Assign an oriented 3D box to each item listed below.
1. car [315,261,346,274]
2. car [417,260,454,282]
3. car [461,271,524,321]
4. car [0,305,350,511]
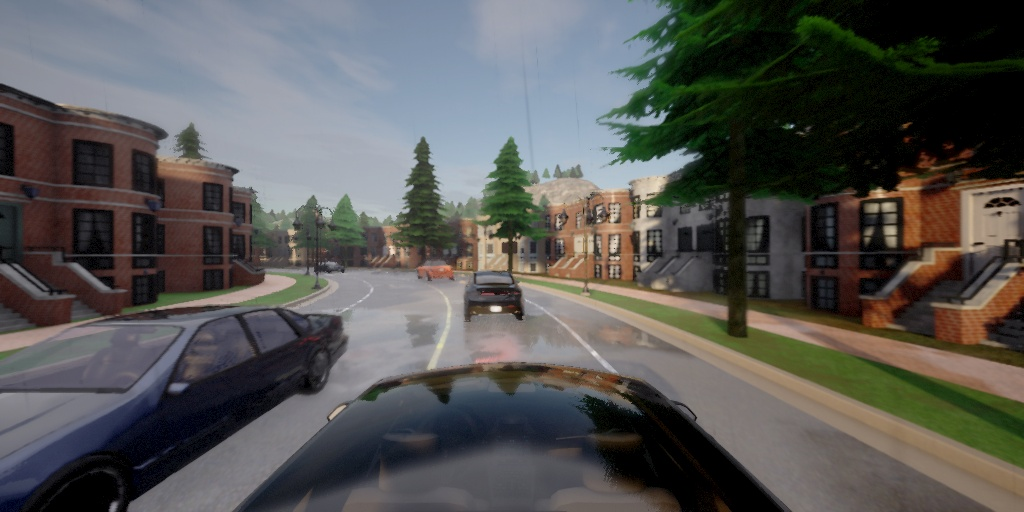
[{"bbox_3d":[-21.345,1.295,41.957,4.674,1.442,1.812,0,0,38],"label":"car"},{"bbox_3d":[-6.398,1.091,29.497,2.097,1.767,4.553,0,0,-27],"label":"car"},{"bbox_3d":[-0.753,1.246,12.511,1.837,1.490,4.892,0,0,-7],"label":"car"},{"bbox_3d":[-3.682,1.306,3.920,2.033,1.411,5.357,0,0,-1],"label":"car"}]
